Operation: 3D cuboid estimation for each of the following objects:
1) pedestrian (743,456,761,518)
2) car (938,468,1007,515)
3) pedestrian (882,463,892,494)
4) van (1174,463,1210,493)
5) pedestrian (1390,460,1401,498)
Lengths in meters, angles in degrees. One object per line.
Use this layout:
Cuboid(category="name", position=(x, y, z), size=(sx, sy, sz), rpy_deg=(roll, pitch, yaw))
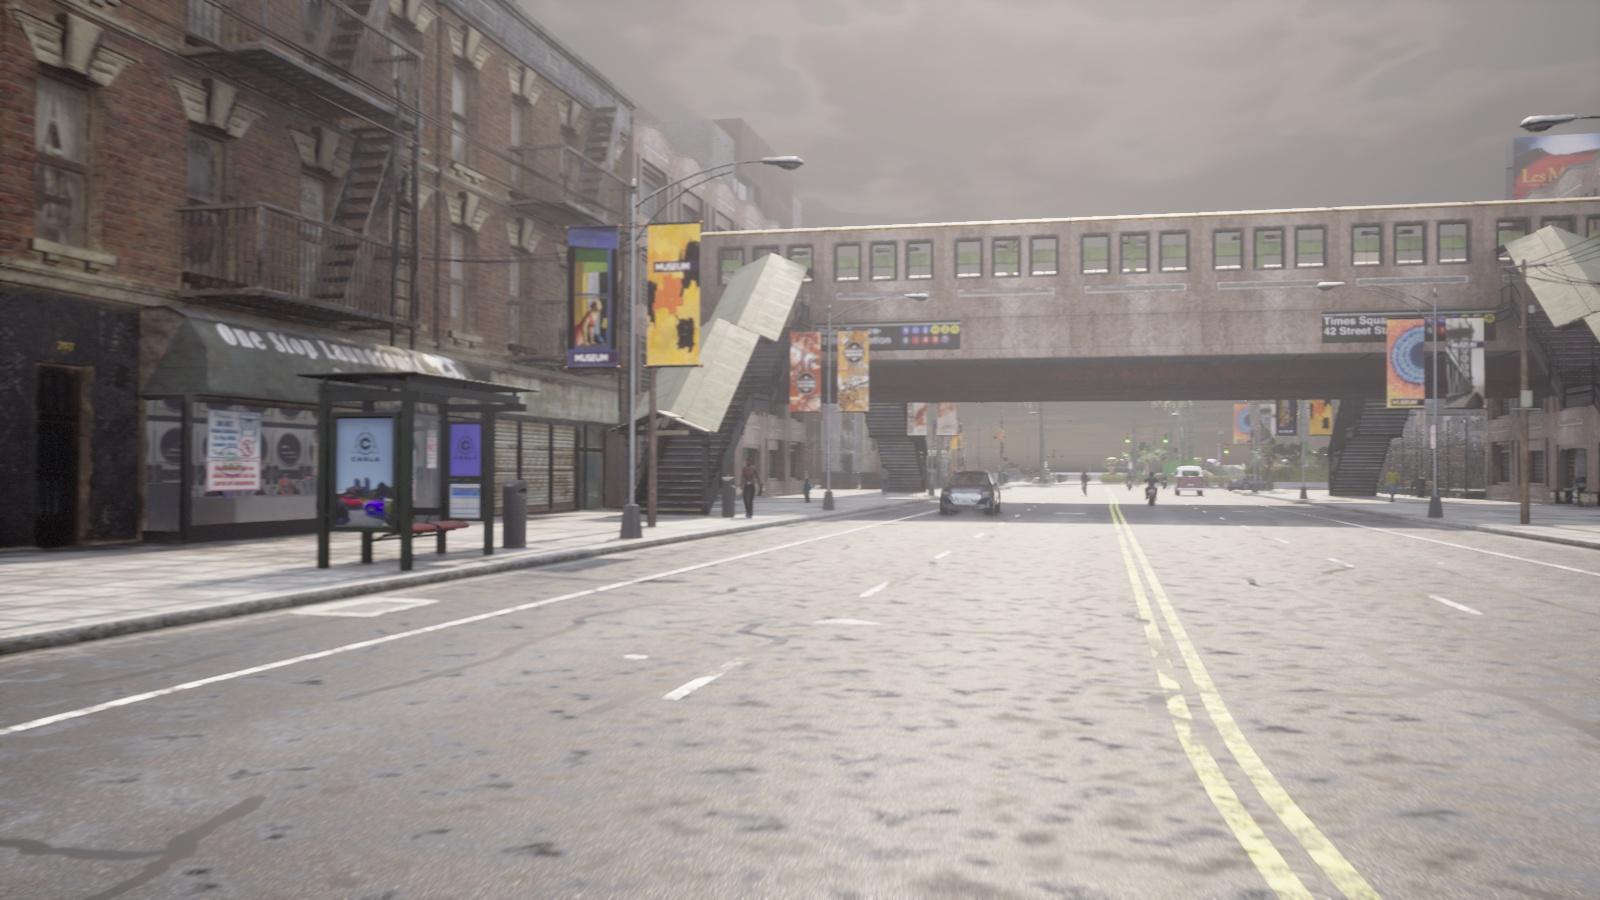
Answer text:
Cuboid(category="pedestrian", position=(-1.427, 1.098, 37.160), size=(0.328, 1.805, 0.869), rpy_deg=(0, -1, 12))
Cuboid(category="car", position=(6.454, 1.506, 46.570), size=(2.033, 1.649, 4.856), rpy_deg=(0, -1, 14))
Cuboid(category="pedestrian", position=(5.222, 1.713, 75.004), size=(0.354, 1.836, 0.706), rpy_deg=(-1, -1, 25))
Cuboid(category="van", position=(27.283, 1.924, 87.559), size=(2.069, 2.038, 4.480), rpy_deg=(0, -1, 14))
Cuboid(category="pedestrian", position=(29.442, 1.424, 62.093), size=(0.354, 1.836, 0.706), rpy_deg=(0, -1, 16))
